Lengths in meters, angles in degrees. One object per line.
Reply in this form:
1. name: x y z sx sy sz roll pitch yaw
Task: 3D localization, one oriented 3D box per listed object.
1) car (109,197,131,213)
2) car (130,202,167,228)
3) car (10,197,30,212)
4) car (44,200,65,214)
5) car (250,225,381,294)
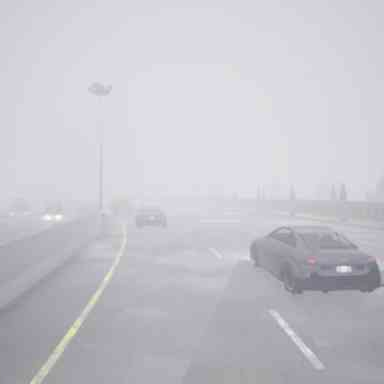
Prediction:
1. car: -8.318 1.417 38.781 2.097 1.767 4.553 0 0 -22
2. car: -2.936 1.594 22.705 1.994 1.385 4.181 0 0 -14
3. car: -21.008 1.469 40.666 2.097 1.767 4.553 0 0 -28
4. car: -15.166 1.584 36.561 2.128 1.511 4.902 0 0 -24
5. car: 2.948 1.559 8.840 1.994 1.385 4.181 0 0 -5
